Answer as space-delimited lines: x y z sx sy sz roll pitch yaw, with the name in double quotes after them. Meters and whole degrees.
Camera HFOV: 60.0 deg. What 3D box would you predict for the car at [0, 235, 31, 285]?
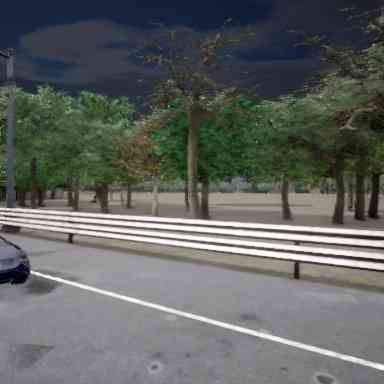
-5.936 1.583 8.443 4.181 1.385 1.994 0 0 37 "car"
